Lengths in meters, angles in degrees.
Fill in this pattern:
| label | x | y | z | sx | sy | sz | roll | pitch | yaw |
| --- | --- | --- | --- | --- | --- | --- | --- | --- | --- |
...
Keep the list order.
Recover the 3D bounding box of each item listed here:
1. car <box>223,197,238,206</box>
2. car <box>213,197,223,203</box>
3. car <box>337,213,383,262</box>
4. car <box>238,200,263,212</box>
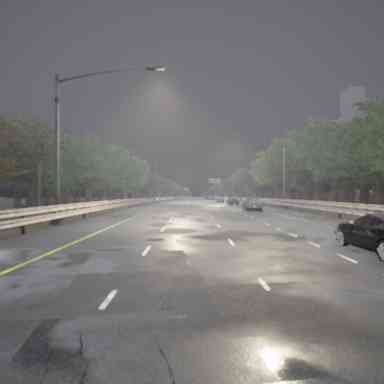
| label | x | y | z | sx | sy | sz | roll | pitch | yaw |
| --- | --- | --- | --- | --- | --- | --- | --- | --- | --- |
| car | 7.148 | 1.686 | 58.843 | 1.837 | 1.490 | 4.892 | 0 | -1 | 0 |
| car | 7.347 | 2.074 | 86.697 | 1.994 | 1.385 | 4.181 | 0 | -1 | 1 |
| car | 7.018 | 1.480 | 12.027 | 1.882 | 1.535 | 5.008 | 0 | 0 | 0 |
| car | 7.059 | 1.609 | 39.454 | 1.994 | 1.385 | 4.181 | 0 | 0 | 0 |
